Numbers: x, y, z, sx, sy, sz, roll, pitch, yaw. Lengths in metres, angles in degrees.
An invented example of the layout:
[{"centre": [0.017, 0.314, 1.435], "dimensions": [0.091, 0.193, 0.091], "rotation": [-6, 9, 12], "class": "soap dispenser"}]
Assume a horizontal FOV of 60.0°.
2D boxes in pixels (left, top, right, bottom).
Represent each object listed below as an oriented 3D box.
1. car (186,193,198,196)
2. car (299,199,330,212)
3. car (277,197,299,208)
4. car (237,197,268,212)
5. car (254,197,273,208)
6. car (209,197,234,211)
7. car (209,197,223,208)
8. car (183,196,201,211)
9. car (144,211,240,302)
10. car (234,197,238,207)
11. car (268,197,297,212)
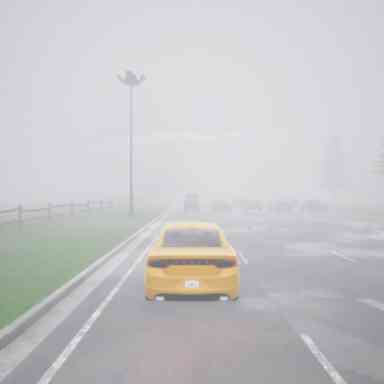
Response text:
[{"centre": [-0.013, 1.204, 48.807], "dimensions": [2.150, 2.045, 5.566], "rotation": [0, 0, 0], "class": "car"}, {"centre": [13.989, 1.533, 38.220], "dimensions": [2.033, 1.411, 5.357], "rotation": [0, 0, 0], "class": "car"}, {"centre": [13.988, 1.487, 48.824], "dimensions": [1.837, 1.490, 4.892], "rotation": [0, 0, 0], "class": "car"}, {"centre": [6.997, 1.533, 39.083], "dimensions": [2.033, 1.411, 5.357], "rotation": [0, 0, 0], "class": "car"}, {"centre": [10.490, 1.508, 49.214], "dimensions": [1.812, 1.442, 4.674], "rotation": [0, 0, 0], "class": "car"}, {"centre": [3.498, 1.549, 39.646], "dimensions": [1.994, 1.385, 4.181], "rotation": [0, 0, 0], "class": "car"}, {"centre": [3.493, 1.508, 49.680], "dimensions": [1.812, 1.442, 4.674], "rotation": [0, 0, 0], "class": "car"}, {"centre": [-0.009, 1.491, 38.375], "dimensions": [1.837, 1.490, 4.892], "rotation": [0, 0, 0], "class": "car"}, {"centre": [-0.002, 1.475, 8.351], "dimensions": [1.882, 1.535, 5.008], "rotation": [0, 0, 0], "class": "car"}, {"centre": [6.993, 1.473, 49.405], "dimensions": [2.128, 1.511, 4.902], "rotation": [0, 0, 0], "class": "car"}, {"centre": [10.496, 1.511, 39.162], "dimensions": [1.812, 1.442, 4.674], "rotation": [0, 0, 0], "class": "car"}]
